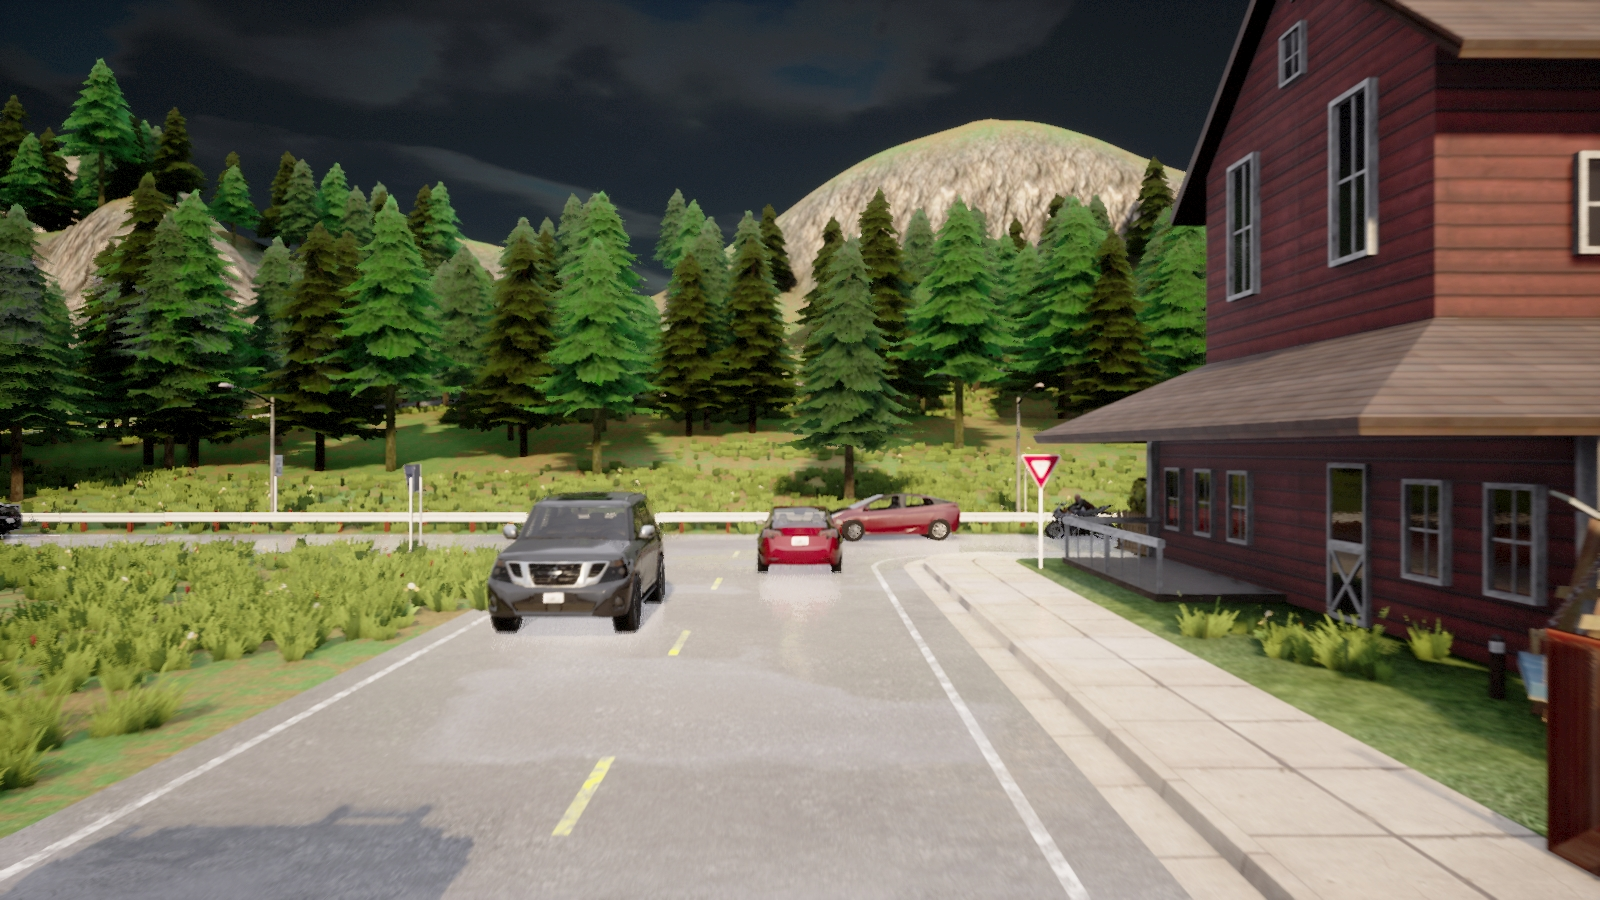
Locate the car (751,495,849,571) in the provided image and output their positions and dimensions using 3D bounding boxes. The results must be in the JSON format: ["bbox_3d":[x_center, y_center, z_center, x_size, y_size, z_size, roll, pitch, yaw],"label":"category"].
[{"bbox_3d":[-0.008,1.925,27.604,2.163,1.488,4.792,0,0,0],"label":"car"}]

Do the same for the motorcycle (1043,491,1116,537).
[{"bbox_3d":[9.184,2.101,37.596,2.209,1.460,0.867,0,0,0],"label":"motorcycle"}]

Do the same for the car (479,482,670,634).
[{"bbox_3d":[-3.572,1.639,19.288,2.150,2.045,5.566,0,0,0],"label":"car"}]

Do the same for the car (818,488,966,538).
[{"bbox_3d":[2.958,2.020,37.266,4.514,1.525,2.007,0,0,-8],"label":"car"}]

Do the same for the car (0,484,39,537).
[{"bbox_3d":[-28.409,1.983,37.671,5.238,1.638,2.097,0,0,0],"label":"car"}]
